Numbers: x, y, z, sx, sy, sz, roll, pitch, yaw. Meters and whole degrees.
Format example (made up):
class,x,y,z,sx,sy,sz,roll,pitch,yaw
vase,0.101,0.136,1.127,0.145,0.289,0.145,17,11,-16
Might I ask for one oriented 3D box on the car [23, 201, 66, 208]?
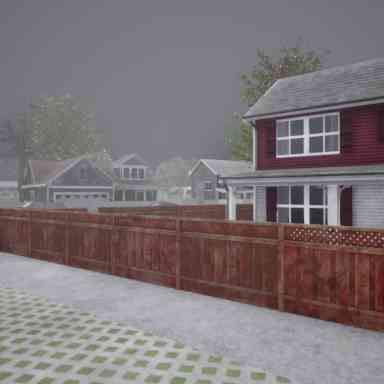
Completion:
class,x,y,z,sx,sy,sz,roll,pitch,yaw
car,-10.726,1.435,22.743,4.553,1.767,2.097,0,0,-37

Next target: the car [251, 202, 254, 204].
class,x,y,z,sx,sy,sz,roll,pitch,yaw
car,7.407,1.544,35.535,4.553,1.767,2.097,0,0,-33

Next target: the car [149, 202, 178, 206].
class,x,y,z,sx,sy,sz,roll,pitch,yaw
car,-2.767,1.637,28.588,4.892,1.490,1.837,0,0,-35
